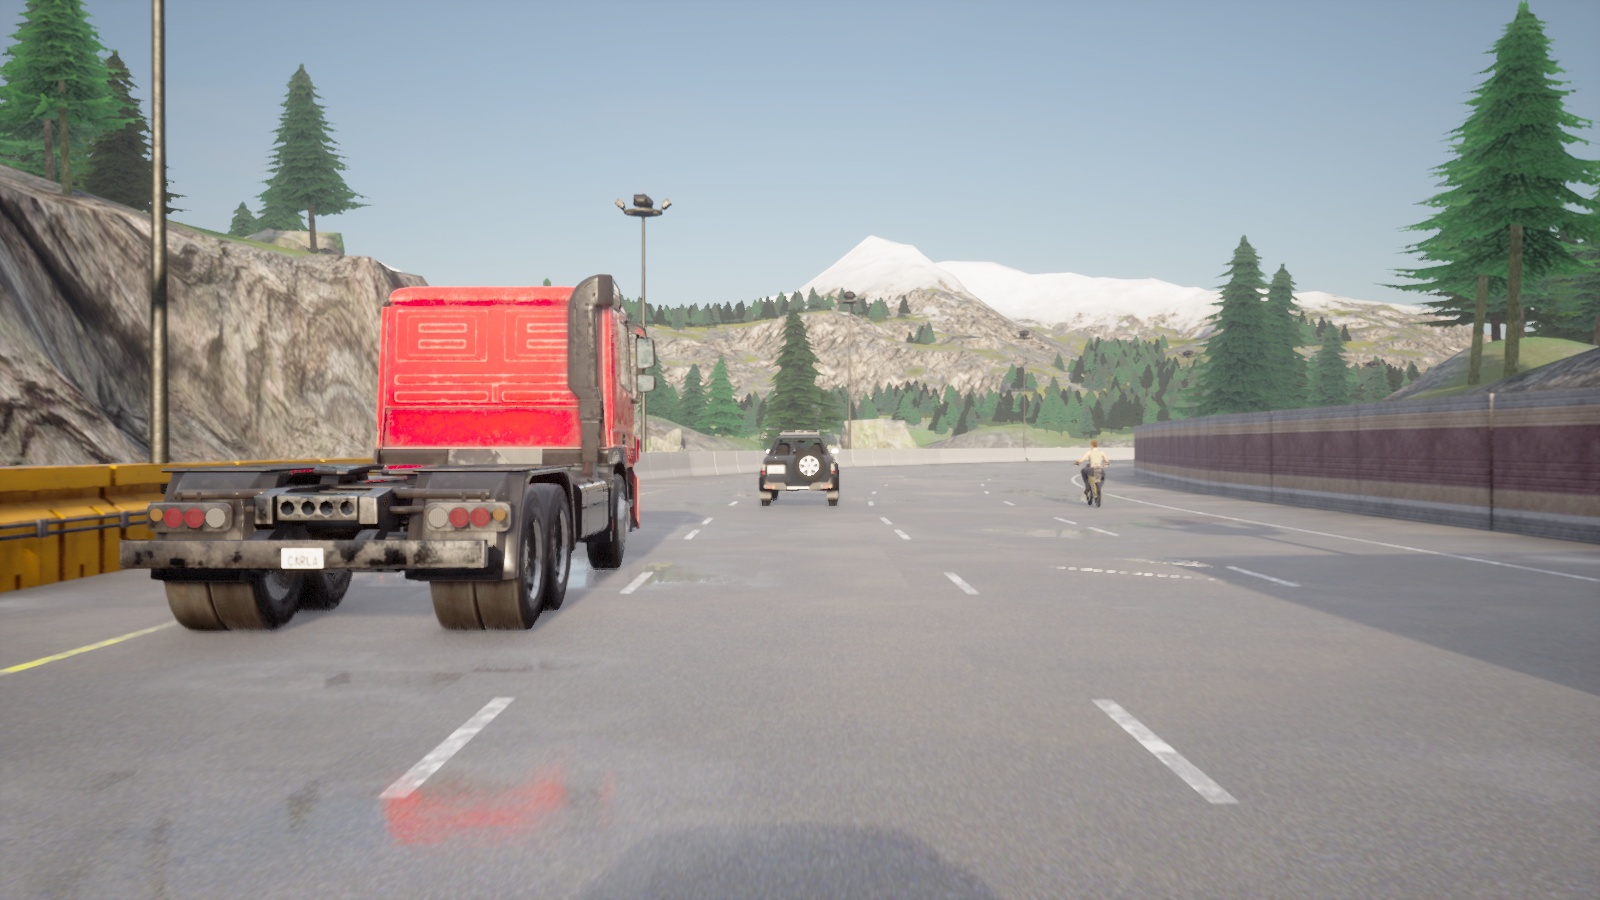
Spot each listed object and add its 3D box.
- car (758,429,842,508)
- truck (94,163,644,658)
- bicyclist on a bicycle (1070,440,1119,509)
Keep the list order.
[{"bbox_3d":[0.067,0.429,32.152,1.932,1.855,4.605,0,0,3],"label":"car"},{"bbox_3d":[-3.513,-0.291,12.768,2.891,3.462,7.936,0,0,0],"label":"truck"},{"bbox_3d":[7.037,0.563,30.069,0.866,1.612,1.509,0,0,1],"label":"bicyclist on a bicycle"}]
